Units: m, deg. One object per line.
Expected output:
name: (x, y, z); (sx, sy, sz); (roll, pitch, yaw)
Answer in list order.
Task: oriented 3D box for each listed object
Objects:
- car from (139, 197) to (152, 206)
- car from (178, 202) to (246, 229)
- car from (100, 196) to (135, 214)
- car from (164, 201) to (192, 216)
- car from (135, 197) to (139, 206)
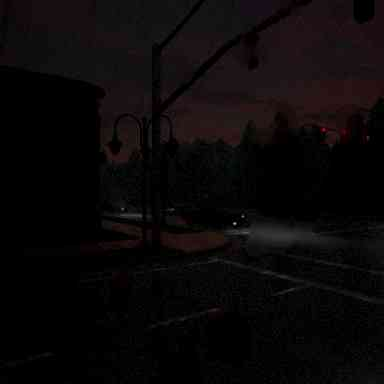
car: (-7.940, 1.505, 53.780); (1.837, 1.490, 4.892); (0, 0, -35)
car: (1.321, 1.601, 21.888); (1.895, 1.301, 4.718); (0, 0, -35)
car: (-8.448, 1.492, 35.932); (2.128, 1.511, 4.902); (0, 0, -35)
car: (-0.567, 1.547, 30.701); (2.033, 1.411, 5.357); (0, 0, -35)
car: (-10.506, 1.352, 51.337); (2.097, 1.767, 4.553); (0, 0, -35)
